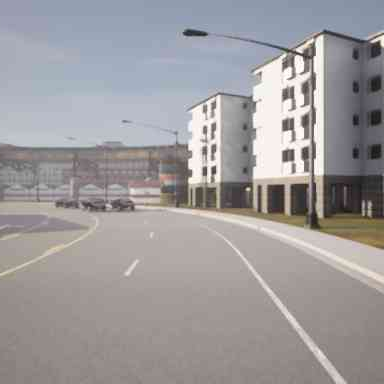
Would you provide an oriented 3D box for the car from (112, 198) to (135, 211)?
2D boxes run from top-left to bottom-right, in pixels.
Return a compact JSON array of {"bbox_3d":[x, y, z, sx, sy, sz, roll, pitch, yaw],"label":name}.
[{"bbox_3d":[-8.469,1.482,40.346,1.837,1.490,4.892,0,0,-32],"label":"car"}]

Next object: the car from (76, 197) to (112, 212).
[{"bbox_3d":[-11.349,1.472,38.349,2.128,1.511,4.902,0,0,-32],"label":"car"}]

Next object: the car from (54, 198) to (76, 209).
[{"bbox_3d":[-17.287,1.504,45.906,4.674,1.442,1.812,0,0,45],"label":"car"}]

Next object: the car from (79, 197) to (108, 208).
[{"bbox_3d":[-14.198,1.482,47.750,4.892,1.490,1.837,1,0,45],"label":"car"}]
